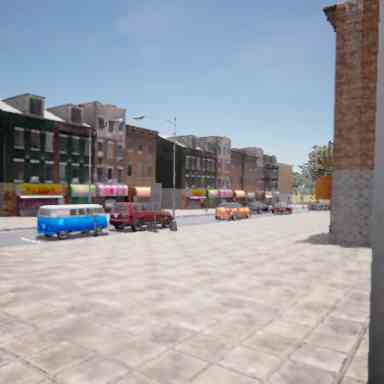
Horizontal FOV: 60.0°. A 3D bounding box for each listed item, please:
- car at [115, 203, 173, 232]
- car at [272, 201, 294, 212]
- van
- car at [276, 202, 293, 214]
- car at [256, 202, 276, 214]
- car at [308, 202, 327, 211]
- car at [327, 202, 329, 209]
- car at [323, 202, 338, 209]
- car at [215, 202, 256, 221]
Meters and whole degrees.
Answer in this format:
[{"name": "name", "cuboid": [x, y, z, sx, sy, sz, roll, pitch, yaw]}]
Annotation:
[{"name": "car", "cuboid": [-3.482, 1.657, 23.166, 2.192, 1.841, 5.009, 1, 0, 36]}, {"name": "car", "cuboid": [14.404, 2.282, 52.686, 1.812, 1.442, 4.674, 2, 0, 36]}, {"name": "van", "cuboid": [-6.627, 1.612, 18.769, 1.690, 1.788, 3.998, 1, 0, 36]}, {"name": "car", "cuboid": [12.241, 2.259, 45.149, 1.887, 1.381, 4.507, 1, 0, 36]}, {"name": "car", "cuboid": [9.061, 2.115, 45.127, 2.128, 1.511, 4.902, 2, 0, 36]}, {"name": "car", "cuboid": [21.675, 2.518, 58.340, 1.947, 1.339, 4.313, 1, -1, 36]}, {"name": "car", "cuboid": [24.821, 2.586, 62.736, 2.008, 1.369, 4.403, 1, -1, 36]}, {"name": "car", "cuboid": [27.966, 2.664, 67.134, 1.887, 1.381, 4.507, 1, -1, 36]}, {"name": "car", "cuboid": [4.227, 1.873, 33.727, 2.097, 1.767, 4.553, 2, 0, 36]}]
